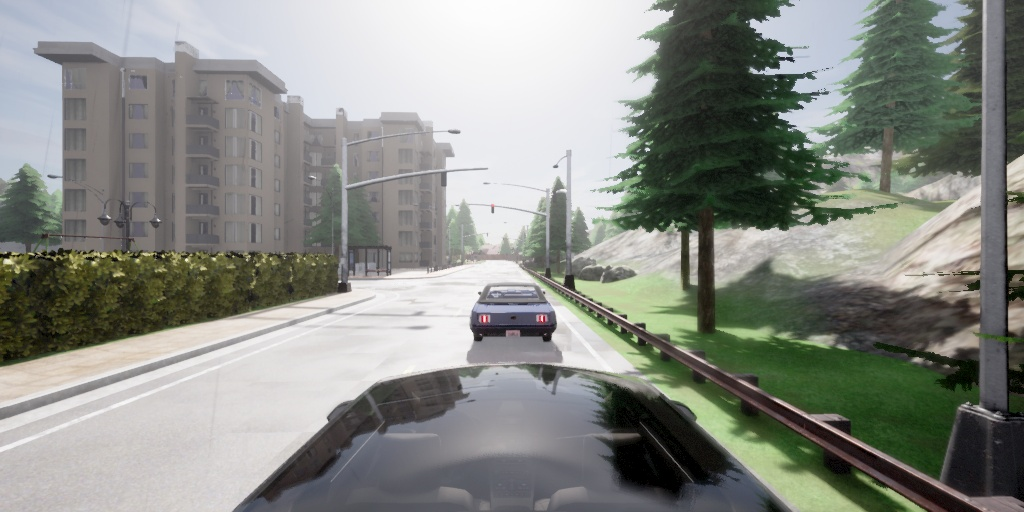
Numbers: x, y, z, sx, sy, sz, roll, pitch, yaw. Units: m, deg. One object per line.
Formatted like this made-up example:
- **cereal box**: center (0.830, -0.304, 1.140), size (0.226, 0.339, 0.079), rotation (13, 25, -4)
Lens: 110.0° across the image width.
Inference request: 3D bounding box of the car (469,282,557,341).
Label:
- **car**: center (-0.004, 1.351, 9.782), size (1.895, 1.301, 4.718), rotation (0, 0, -1)
